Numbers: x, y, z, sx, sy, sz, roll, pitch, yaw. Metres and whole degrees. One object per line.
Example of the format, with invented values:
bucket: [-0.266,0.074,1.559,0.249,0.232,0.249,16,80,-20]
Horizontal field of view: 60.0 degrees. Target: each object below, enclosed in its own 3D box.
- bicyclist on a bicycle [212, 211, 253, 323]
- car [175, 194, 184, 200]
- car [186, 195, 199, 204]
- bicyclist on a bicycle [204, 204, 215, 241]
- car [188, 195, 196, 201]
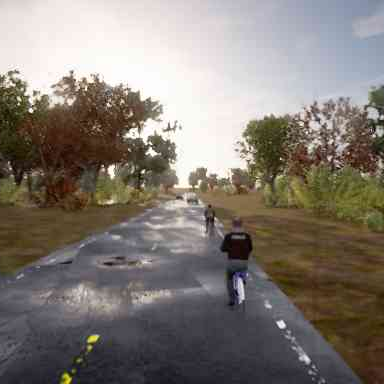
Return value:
bicyclist on a bicycle: [0.826,1.346,6.273,0.659,1.776,1.843,0,0,0]
car: [-3.001,1.232,79.575,1.895,1.301,4.718,0,0,0]
car: [0.096,1.244,57.428,2.128,1.511,4.902,0,0,0]
bicyclist on a bicycle: [0.828,1.393,15.258,0.582,1.620,1.656,0,0,0]
car: [-0.001,1.262,73.913,1.895,1.301,4.718,0,0,0]
